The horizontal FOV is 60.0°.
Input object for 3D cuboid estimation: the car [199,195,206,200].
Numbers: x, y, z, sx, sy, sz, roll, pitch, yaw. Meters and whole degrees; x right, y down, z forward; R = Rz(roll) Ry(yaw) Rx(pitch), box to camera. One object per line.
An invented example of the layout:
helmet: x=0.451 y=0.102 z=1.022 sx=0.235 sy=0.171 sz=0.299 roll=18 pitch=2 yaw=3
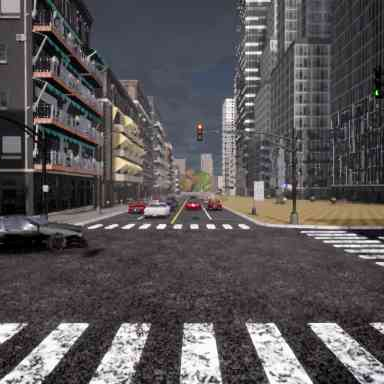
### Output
car: x=2.810 y=1.534 z=92.084 sx=1.752 sy=1.417 sz=4.829 roll=-1 pitch=0 yaw=0

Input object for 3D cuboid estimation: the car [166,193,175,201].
car: x=-5.550 y=1.321 z=86.222 sx=2.192 sy=1.841 sz=5.009 roll=-1 pitch=0 yaw=0

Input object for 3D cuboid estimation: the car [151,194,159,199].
car: x=-5.629 y=1.435 z=41.030 sx=1.967 sy=1.590 sz=4.097 roll=-1 pitch=0 yaw=0

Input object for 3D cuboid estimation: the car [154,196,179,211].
car: x=-3.017 y=1.559 z=39.490 sx=1.994 sy=1.385 sz=4.181 roll=0 pitch=0 yaw=1

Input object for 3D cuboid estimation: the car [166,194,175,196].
car: x=-3.000 y=1.501 z=49.671 sx=1.837 sy=1.490 sz=4.892 roll=0 pitch=0 yaw=0

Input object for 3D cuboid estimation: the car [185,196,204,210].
car: x=0.165 y=1.559 z=42.830 sx=1.994 sy=1.385 sz=4.181 roll=0 pitch=0 yaw=0

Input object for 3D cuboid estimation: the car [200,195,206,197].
car: x=2.760 y=1.550 z=63.668 sx=2.008 sy=1.369 sz=4.403 roll=-1 pitch=0 yaw=0

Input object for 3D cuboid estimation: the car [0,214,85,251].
car: x=-6.957 y=1.560 z=12.892 sx=5.357 sy=1.411 sz=2.033 roll=0 pitch=1 yaw=-19

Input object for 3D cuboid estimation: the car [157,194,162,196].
car: x=-5.611 y=1.312 z=52.329 sx=2.192 sy=1.841 sz=5.009 roll=-1 pitch=0 yaw=0

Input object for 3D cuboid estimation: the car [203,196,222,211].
car: x=2.719 y=1.540 z=41.073 sx=1.887 sy=1.381 sz=4.507 roll=-1 pitch=0 yaw=0

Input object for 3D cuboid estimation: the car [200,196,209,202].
car: x=2.781 y=1.547 z=74.967 sx=1.887 sy=1.381 sz=4.507 roll=-1 pitch=0 yaw=0

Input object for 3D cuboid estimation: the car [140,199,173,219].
car: x=-3.047 y=1.596 z=29.430 sx=1.895 sy=1.301 sz=4.718 roll=0 pitch=0 yaw=0

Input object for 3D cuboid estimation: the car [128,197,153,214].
car: x=-5.638 y=1.540 z=35.381 sx=1.887 sy=1.381 sz=4.507 roll=-1 pitch=0 yaw=0

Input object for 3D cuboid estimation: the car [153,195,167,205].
car: x=-5.599 y=1.438 z=57.977 sx=1.967 sy=1.590 sz=4.097 roll=-1 pitch=0 yaw=0

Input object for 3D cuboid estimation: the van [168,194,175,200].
van: x=-5.539 y=1.350 z=91.870 sx=1.690 sy=1.788 sz=3.998 roll=-1 pitch=0 yaw=0

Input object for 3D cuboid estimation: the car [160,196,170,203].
car: x=-5.577 y=1.583 z=69.275 sx=1.802 sy=1.307 sz=4.206 roll=-1 pitch=0 yaw=0

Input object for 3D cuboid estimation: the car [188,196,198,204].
car: x=0.212 y=1.525 z=65.248 sx=1.812 sy=1.442 sz=4.674 roll=0 pitch=0 yaw=0
